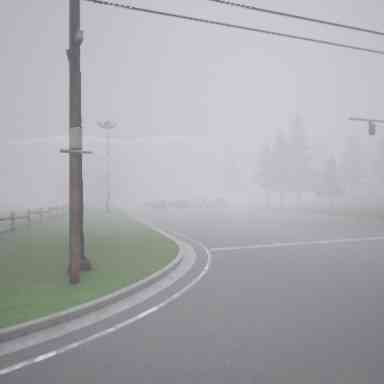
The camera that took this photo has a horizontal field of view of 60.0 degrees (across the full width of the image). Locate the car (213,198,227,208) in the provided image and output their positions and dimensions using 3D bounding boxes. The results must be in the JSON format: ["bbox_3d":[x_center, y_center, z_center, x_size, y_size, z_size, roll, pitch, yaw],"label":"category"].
[{"bbox_3d":[4.529,1.920,58.738,2.097,1.767,4.553,-1,-1,-16],"label":"car"}]

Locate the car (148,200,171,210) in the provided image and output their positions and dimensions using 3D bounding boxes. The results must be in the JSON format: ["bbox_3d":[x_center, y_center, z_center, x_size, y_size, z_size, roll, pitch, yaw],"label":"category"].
[{"bbox_3d":[-5.550,2.173,55.800,2.128,1.511,4.902,-1,-1,-16],"label":"car"}]

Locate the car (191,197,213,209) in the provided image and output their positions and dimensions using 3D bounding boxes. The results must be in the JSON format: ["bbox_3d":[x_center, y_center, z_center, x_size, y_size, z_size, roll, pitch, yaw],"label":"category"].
[{"bbox_3d":[1.224,1.824,57.557,2.150,2.045,5.566,-1,-1,-16],"label":"car"}]

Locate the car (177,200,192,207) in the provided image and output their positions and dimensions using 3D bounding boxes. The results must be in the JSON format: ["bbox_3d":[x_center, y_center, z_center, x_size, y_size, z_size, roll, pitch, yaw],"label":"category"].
[{"bbox_3d":[-1.631,2.313,67.699,1.994,1.385,4.181,-1,-1,-16],"label":"car"}]

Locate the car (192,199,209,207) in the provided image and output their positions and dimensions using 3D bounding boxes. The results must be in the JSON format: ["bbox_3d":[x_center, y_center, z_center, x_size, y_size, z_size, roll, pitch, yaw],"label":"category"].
[{"bbox_3d":[1.737,2.198,68.650,2.128,1.511,4.902,-1,-1,-16],"label":"car"}]

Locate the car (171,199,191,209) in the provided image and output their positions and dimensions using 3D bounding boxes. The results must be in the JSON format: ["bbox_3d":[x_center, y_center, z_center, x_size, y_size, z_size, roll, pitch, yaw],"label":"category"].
[{"bbox_3d":[-2.230,1.998,56.915,2.097,1.767,4.553,-1,-1,-16],"label":"car"}]

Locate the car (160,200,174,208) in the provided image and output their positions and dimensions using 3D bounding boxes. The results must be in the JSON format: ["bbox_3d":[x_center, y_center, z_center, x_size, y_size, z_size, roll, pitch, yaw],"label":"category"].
[{"bbox_3d":[-5.000,2.295,66.751,1.837,1.490,4.892,-1,-1,-16],"label":"car"}]

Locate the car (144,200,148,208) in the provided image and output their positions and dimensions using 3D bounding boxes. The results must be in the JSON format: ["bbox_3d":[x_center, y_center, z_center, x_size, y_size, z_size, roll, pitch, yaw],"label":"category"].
[{"bbox_3d":[-8.369,2.306,65.802,1.882,1.535,5.008,-1,-1,-16],"label":"car"}]
